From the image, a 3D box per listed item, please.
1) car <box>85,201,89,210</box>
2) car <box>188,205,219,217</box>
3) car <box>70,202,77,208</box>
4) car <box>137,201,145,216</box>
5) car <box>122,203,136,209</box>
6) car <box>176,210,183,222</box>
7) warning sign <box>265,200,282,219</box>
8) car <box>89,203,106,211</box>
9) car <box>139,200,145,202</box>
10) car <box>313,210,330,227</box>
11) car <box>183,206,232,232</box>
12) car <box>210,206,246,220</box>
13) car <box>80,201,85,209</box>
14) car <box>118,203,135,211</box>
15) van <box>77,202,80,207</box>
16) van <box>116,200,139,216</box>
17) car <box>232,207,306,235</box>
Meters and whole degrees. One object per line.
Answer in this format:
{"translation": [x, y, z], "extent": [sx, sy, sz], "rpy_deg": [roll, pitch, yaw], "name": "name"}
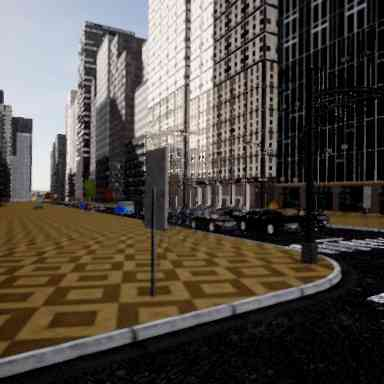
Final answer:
{"translation": [-18.565, 2.753, 62.959], "extent": [1.752, 1.417, 4.829], "rpy_deg": [0, -1, -26], "name": "car"}
{"translation": [1.381, 2.376, 41.657], "extent": [1.947, 1.339, 4.313], "rpy_deg": [0, -1, -26], "name": "car"}
{"translation": [-28.654, 3.220, 83.254], "extent": [1.887, 1.381, 4.507], "rpy_deg": [0, -1, -26], "name": "car"}
{"translation": [-4.911, 2.280, 41.364], "extent": [1.837, 1.490, 4.892], "rpy_deg": [1, -1, -26], "name": "car"}
{"translation": [-13.639, 3.040, 71.874], "extent": [1.802, 1.307, 4.206], "rpy_deg": [0, -1, -26], "name": "car"}
{"translation": [0.330, 2.105, 30.792], "extent": [2.033, 1.411, 5.357], "rpy_deg": [1, -1, -26], "name": "car"}
{"translation": [8.166, 1.766, 33.420], "extent": [1.300, 1.860, 1.060], "rpy_deg": [2, -1, -26], "name": "warning sign"}
{"translation": [-16.137, 2.672, 58.074], "extent": [2.008, 1.369, 4.403], "rpy_deg": [0, -1, -26], "name": "car"}
{"translation": [-7.951, 2.295, 54.657], "extent": [2.150, 2.045, 5.566], "rpy_deg": [1, -2, -27], "name": "car"}
{"translation": [8.891, 2.049, 26.548], "extent": [2.008, 1.369, 4.403], "rpy_deg": [0, -1, -26], "name": "car"}
{"translation": [1.387, 1.932, 22.819], "extent": [2.008, 1.369, 4.403], "rpy_deg": [0, -1, -26], "name": "car"}
{"translation": [3.885, 2.271, 36.621], "extent": [1.947, 1.339, 4.313], "rpy_deg": [0, -1, -26], "name": "car"}
{"translation": [-21.144, 2.886, 68.147], "extent": [1.887, 1.381, 4.507], "rpy_deg": [0, -1, -26], "name": "car"}
{"translation": [-12.659, 2.878, 64.101], "extent": [1.895, 1.301, 4.718], "rpy_deg": [1, -2, -26], "name": "car"}
{"translation": [-23.649, 2.793, 73.185], "extent": [1.690, 1.788, 3.998], "rpy_deg": [0, -1, -26], "name": "van"}
{"translation": [-8.629, 2.140, 42.969], "extent": [1.690, 1.788, 3.998], "rpy_deg": [0, -1, -26], "name": "van"}
{"translation": [4.876, 1.874, 21.627], "extent": [1.837, 1.490, 4.892], "rpy_deg": [1, -1, -26], "name": "car"}
